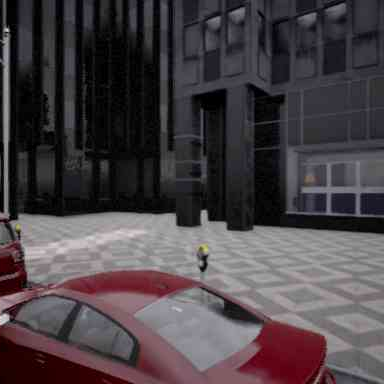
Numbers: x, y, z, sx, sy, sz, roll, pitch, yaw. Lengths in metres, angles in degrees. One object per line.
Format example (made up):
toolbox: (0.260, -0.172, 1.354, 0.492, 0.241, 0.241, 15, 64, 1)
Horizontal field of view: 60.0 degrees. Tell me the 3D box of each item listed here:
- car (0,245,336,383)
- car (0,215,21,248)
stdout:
car: (-0.895, 1.544, 3.600, 4.507, 1.381, 1.887, 0, 0, 36)
car: (-5.382, 1.314, 6.802, 5.009, 1.841, 2.192, 0, 0, 36)
